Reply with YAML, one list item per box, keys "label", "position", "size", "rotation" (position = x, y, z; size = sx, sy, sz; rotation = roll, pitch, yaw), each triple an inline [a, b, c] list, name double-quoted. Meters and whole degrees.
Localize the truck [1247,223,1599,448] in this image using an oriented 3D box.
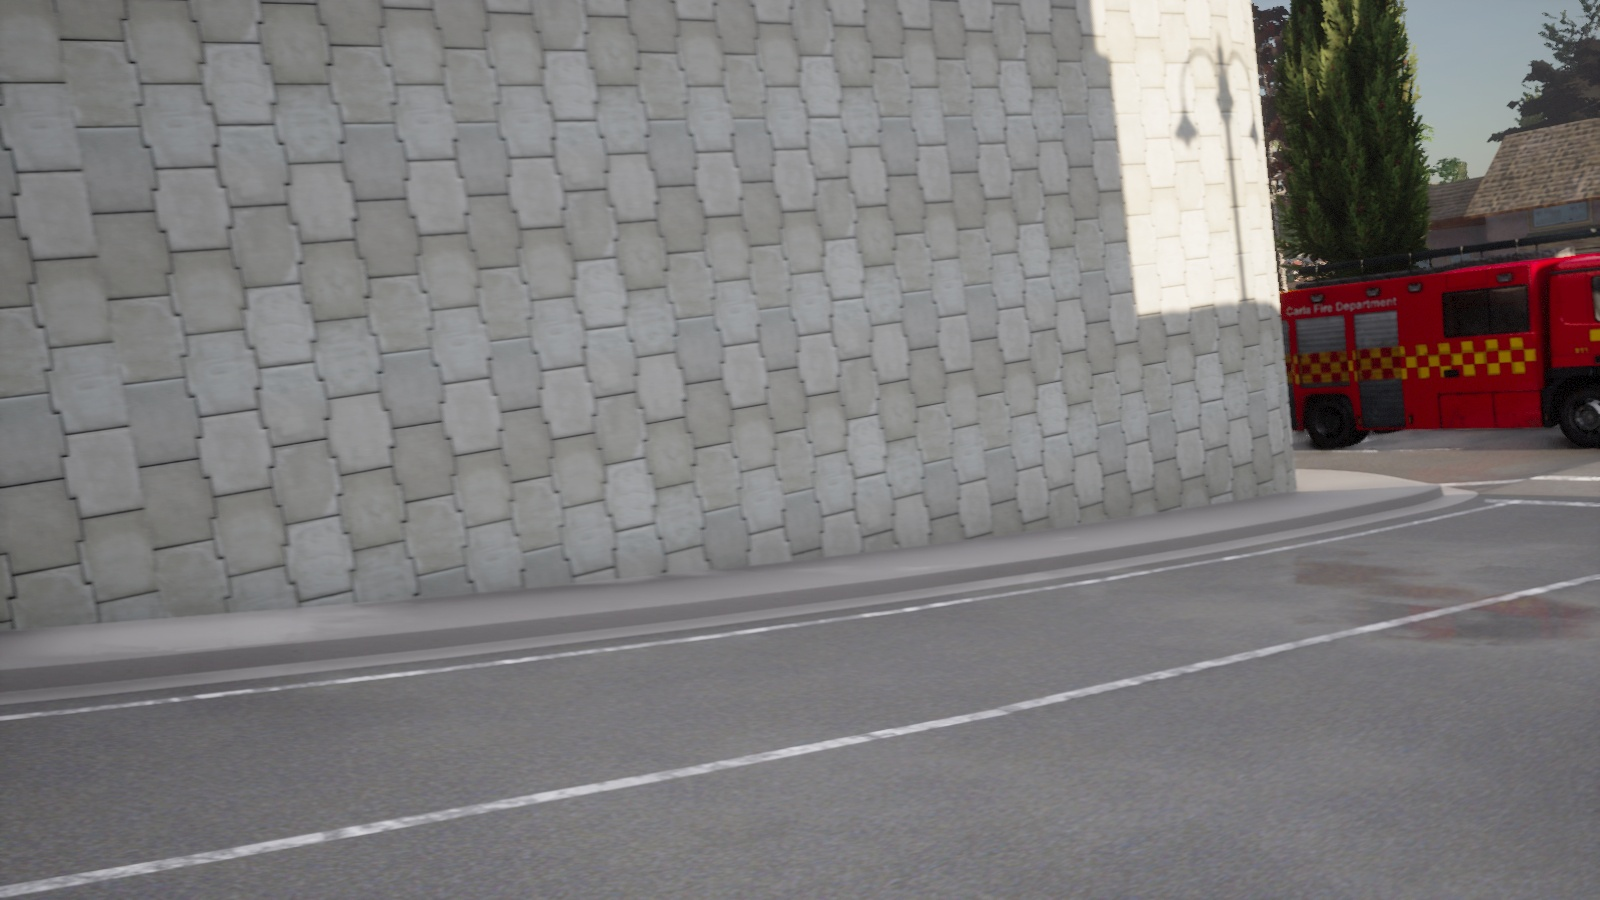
- label: "truck"
  position: [13.434, -2.168, 24.447]
  size: [2.891, 3.827, 8.468]
  rotation: [-11, 6, -34]
